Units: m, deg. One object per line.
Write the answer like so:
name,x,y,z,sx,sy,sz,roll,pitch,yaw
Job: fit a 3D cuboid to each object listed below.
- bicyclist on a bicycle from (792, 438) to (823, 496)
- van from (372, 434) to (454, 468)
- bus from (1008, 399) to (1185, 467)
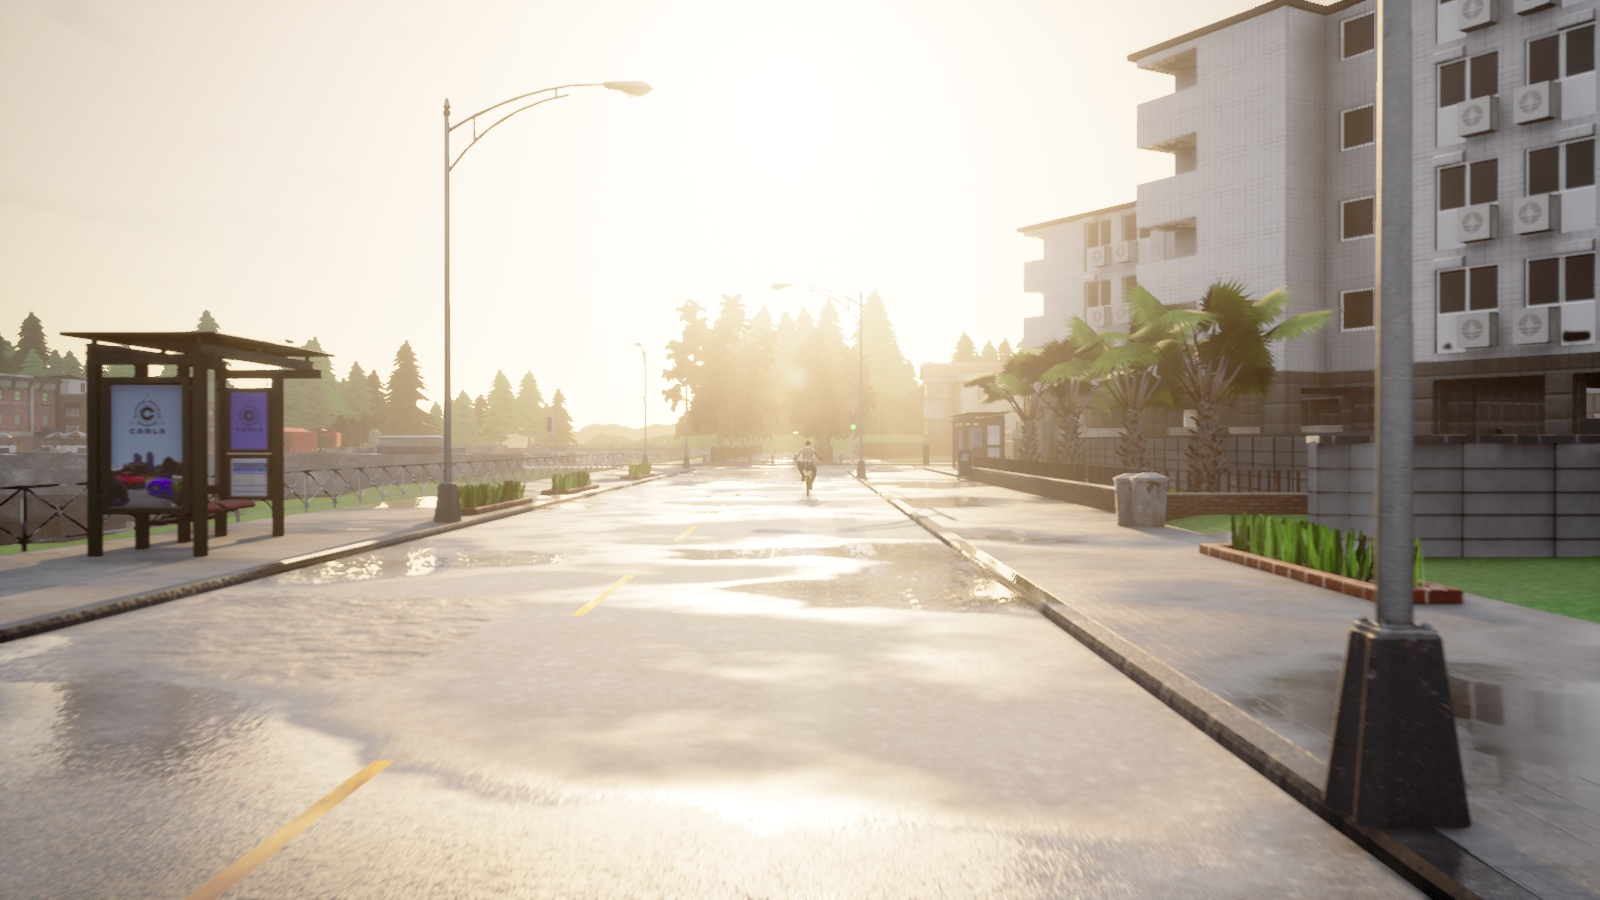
bicyclist on a bicycle,0.220,0.482,35.691,0.866,1.612,1.509,0,0,0
van,-23.456,0.051,76.268,4.442,1.987,1.775,0,0,0
bus,18.696,-1.065,79.811,10.273,4.253,3.944,0,0,0
